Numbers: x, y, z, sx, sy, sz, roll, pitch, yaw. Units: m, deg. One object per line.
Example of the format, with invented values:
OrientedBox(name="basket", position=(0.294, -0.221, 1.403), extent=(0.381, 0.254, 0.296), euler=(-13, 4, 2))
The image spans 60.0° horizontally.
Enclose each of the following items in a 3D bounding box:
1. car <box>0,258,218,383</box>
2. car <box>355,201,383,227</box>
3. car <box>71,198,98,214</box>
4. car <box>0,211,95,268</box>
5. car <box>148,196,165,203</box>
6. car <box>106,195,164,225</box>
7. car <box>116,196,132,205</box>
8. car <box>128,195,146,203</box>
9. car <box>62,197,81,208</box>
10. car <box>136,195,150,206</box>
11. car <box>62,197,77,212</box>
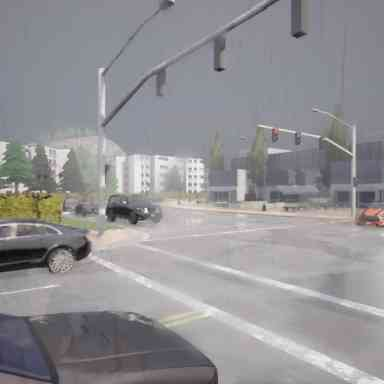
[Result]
OrientedBox(name="car", position=(-2.305, 1.547, 2.121), extent=(5.357, 1.411, 2.033), euler=(0, 0, -35))
OrientedBox(name="car", position=(12.563, 1.351, 21.592), extent=(4.553, 1.767, 2.097), euler=(0, 0, -36))
OrientedBox(name="car", position=(-9.923, 1.564, 32.145), extent=(1.994, 1.385, 4.181), euler=(0, 0, -34))
OrientedBox(name="car", position=(-5.177, 1.491, 8.898), extent=(4.902, 1.511, 2.128), euler=(0, 0, -36))
OrientedBox(name="car", position=(-7.535, 1.556, 70.634), extent=(1.994, 1.385, 4.181), euler=(0, 0, 17))
OrientedBox(name="car", position=(-4.385, 1.221, 24.540), extent=(2.150, 2.045, 5.566), euler=(0, 0, -39))
OrientedBox(name="car", position=(-11.975, 1.491, 58.899), extent=(2.128, 1.511, 4.902), euler=(0, 0, -4))
OrientedBox(name="car", position=(-11.290, 1.477, 68.931), extent=(1.882, 1.535, 5.008), euler=(0, 0, 14))
OrientedBox(name="car", position=(-17.810, 1.492, 49.333), extent=(2.128, 1.511, 4.902), euler=(0, 0, -13))
OrientedBox(name="car", position=(-8.412, 1.353, 57.390), extent=(2.097, 1.767, 4.553), euler=(0, 0, -7))
OrientedBox(name="car", position=(-14.395, 1.526, 39.718), extent=(1.812, 1.442, 4.674), euler=(0, 0, -24))
